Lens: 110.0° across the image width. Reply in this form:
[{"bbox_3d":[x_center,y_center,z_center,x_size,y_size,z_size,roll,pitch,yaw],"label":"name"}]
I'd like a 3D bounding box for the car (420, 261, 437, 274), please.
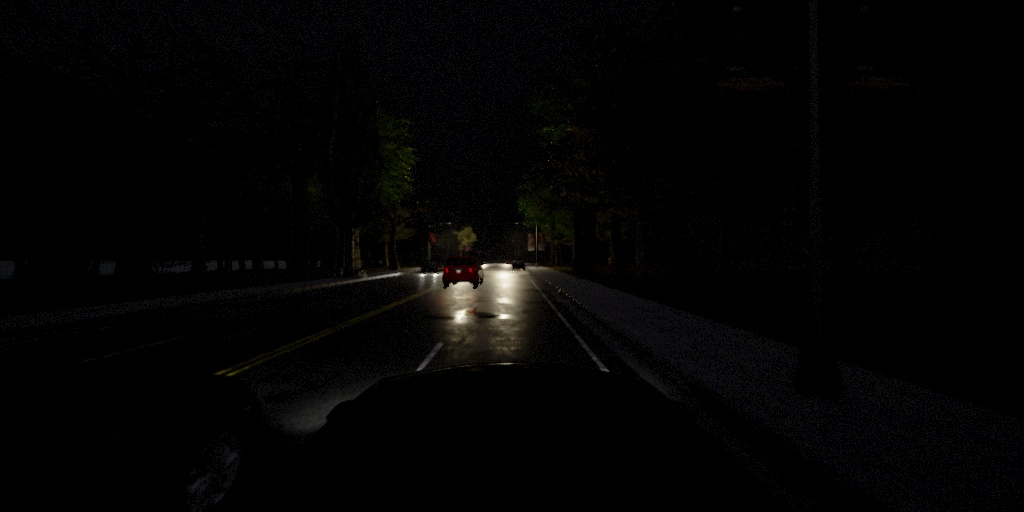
[{"bbox_3d":[-9.831,1.362,43.961,1.812,1.442,4.674,0,0,0],"label":"car"}]

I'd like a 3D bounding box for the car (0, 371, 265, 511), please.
[{"bbox_3d":[-3.153,1.255,1.256,1.837,1.490,4.892,0,0,0],"label":"car"}]

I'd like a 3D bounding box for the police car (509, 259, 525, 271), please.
[{"bbox_3d":[0.951,1.296,52.568,1.930,1.638,5.238,0,0,0],"label":"police car"}]

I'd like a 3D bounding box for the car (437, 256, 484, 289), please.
[{"bbox_3d":[-3.150,1.002,23.767,2.150,2.045,5.566,0,0,0],"label":"car"}]
